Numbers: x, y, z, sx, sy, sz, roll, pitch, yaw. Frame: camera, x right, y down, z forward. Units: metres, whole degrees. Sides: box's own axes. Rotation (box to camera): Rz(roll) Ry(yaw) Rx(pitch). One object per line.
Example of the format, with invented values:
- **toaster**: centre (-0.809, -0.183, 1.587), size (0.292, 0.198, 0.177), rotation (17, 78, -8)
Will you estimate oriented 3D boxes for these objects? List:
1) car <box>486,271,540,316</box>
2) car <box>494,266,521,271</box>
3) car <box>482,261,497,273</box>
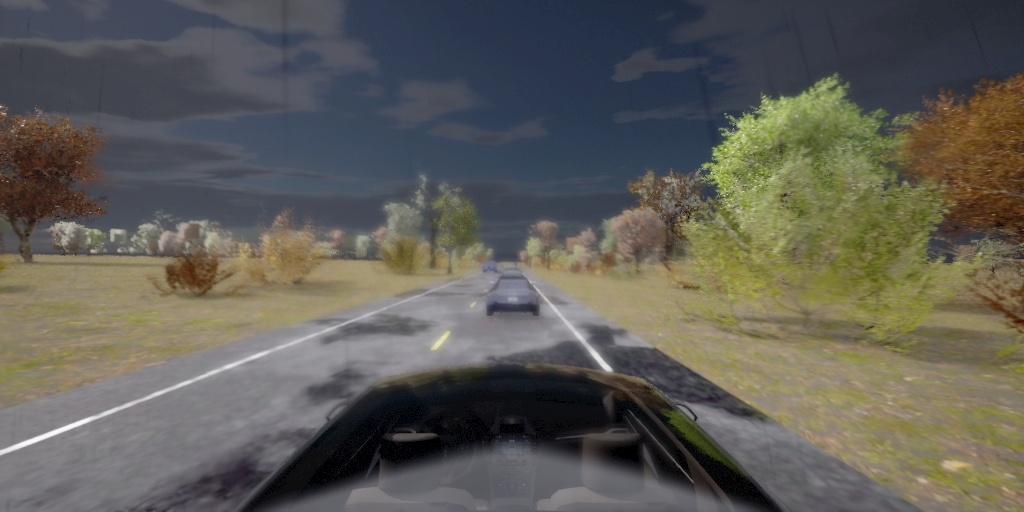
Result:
- **car**: centre (0.051, 1.482, 14.332), size (1.994, 1.385, 4.181), rotation (0, -1, 1)
- **car**: centre (0.025, 1.637, 26.937), size (2.033, 1.411, 5.357), rotation (0, -1, 0)
- **car**: centre (-3.553, 1.754, 58.434), size (2.150, 2.045, 5.566), rotation (0, -1, 1)
